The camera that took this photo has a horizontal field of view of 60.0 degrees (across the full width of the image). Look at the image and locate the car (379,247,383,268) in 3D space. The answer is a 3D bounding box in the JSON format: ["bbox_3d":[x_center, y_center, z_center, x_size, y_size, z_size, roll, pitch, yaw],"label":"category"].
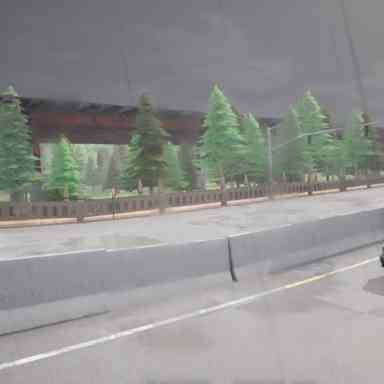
[{"bbox_3d":[7.022,1.277,8.796,5.357,1.411,2.033,-3,2,-36],"label":"car"}]
